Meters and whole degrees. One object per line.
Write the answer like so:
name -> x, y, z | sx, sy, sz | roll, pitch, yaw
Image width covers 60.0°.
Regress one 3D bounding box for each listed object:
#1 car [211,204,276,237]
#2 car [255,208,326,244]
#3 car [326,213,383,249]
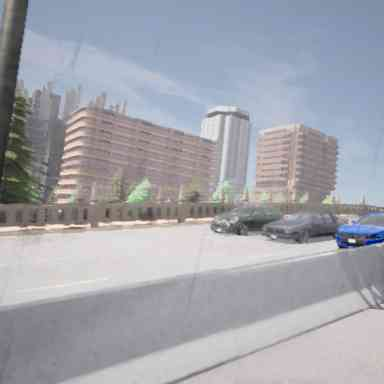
car -> 3.287, 1.489, 19.230 | 4.553, 1.767, 2.097 | 1, 0, -35
car -> 5.923, 1.690, 16.813 | 5.357, 1.411, 2.033 | 1, 0, -35
car -> 8.103, 1.621, 14.067 | 5.008, 1.535, 1.882 | 1, -1, -35
